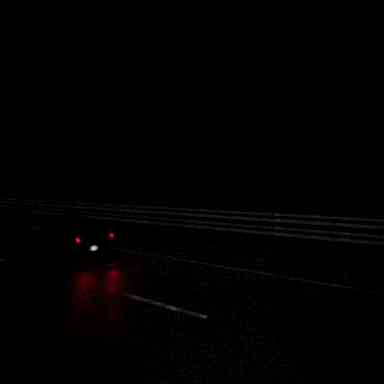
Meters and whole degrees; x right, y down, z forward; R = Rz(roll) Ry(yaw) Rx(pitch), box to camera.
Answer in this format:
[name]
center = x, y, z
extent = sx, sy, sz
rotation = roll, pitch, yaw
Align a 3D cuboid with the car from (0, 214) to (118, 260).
[car]
center = -4.894, 1.443, 11.785
extent = 4.718, 1.301, 1.895
rotation = 1, 1, 36
